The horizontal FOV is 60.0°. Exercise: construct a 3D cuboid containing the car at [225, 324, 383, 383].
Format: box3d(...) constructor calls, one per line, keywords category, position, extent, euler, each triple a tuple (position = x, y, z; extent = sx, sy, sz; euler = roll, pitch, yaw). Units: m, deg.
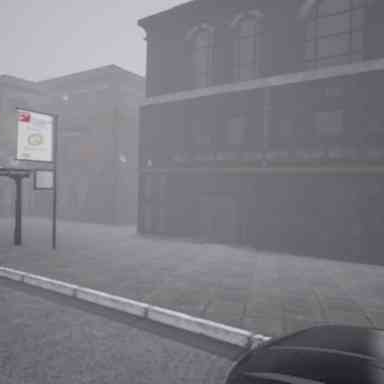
box3d(category="car", position=(2.476, 1.486, 1.500), extent=(5.008, 1.535, 2.097), euler=(0, 0, 36))
